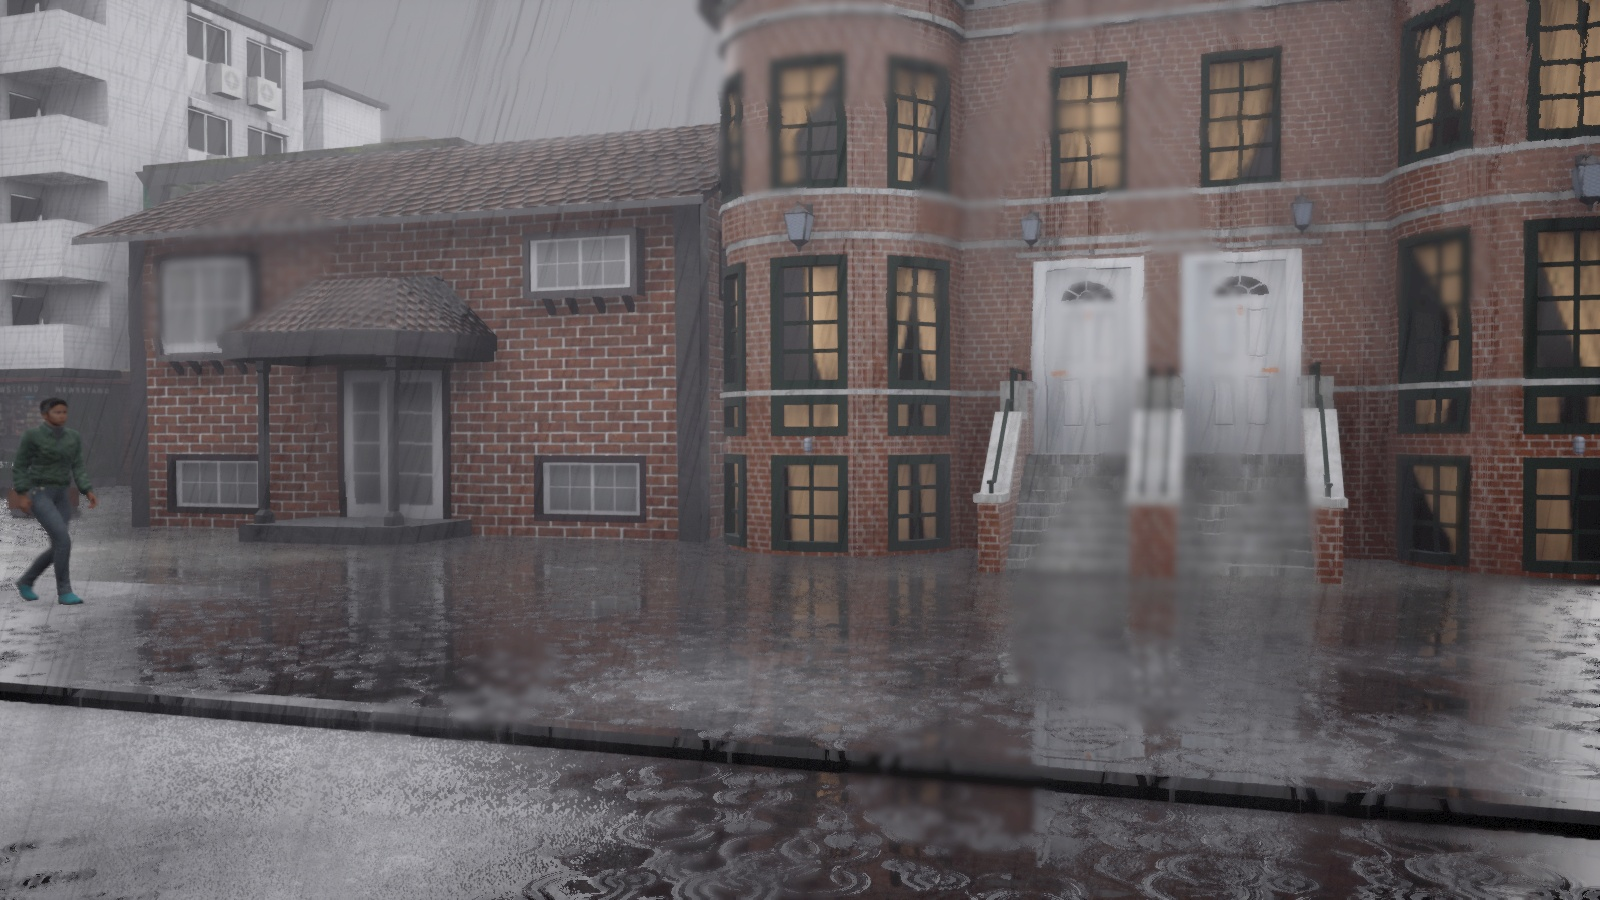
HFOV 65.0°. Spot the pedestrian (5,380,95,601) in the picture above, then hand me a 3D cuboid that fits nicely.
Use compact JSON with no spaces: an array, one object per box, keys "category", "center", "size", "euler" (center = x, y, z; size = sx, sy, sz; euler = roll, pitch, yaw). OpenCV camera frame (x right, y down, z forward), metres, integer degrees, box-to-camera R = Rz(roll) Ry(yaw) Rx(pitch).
[{"category":"pedestrian","center":[-6.423,0.337,10.760],"size":[0.614,1.847,0.353],"euler":[1,1,22]}]
